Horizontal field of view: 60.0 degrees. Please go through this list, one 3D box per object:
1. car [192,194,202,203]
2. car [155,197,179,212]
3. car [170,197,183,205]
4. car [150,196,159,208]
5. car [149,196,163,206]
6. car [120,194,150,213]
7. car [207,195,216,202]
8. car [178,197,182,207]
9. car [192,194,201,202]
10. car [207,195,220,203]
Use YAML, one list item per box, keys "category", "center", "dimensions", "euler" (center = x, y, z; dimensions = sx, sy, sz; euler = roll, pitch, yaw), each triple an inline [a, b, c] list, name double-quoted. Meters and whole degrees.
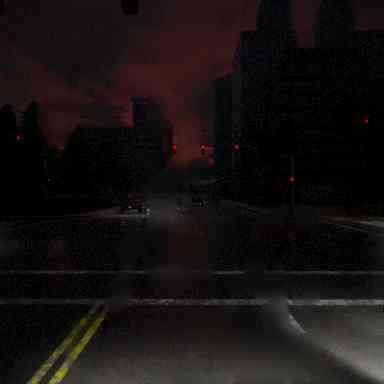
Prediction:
- category: "car"
  center: [1.082, 1.562, 67.014]
  dimensions: [1.994, 1.385, 4.181]
  euler: [0, 0, 1]
- category: "car"
  center: [-2.866, 1.601, 39.174]
  dimensions: [1.895, 1.301, 4.718]
  euler: [0, 0, 1]
- category: "car"
  center: [-2.675, 1.547, 58.300]
  dimensions: [2.033, 1.411, 5.357]
  euler: [0, 0, 1]
- category: "car"
  center: [-6.295, 1.491, 46.945]
  dimensions: [2.128, 1.511, 4.902]
  euler: [0, 0, 1]
- category: "car"
  center: [-6.193, 1.505, 57.004]
  dimensions: [1.837, 1.490, 4.892]
  euler: [0, 0, 0]
- category: "car"
  center: [-6.386, 1.221, 37.064]
  dimensions: [2.150, 2.045, 5.566]
  euler: [0, 0, 1]
- category: "car"
  center: [4.573, 1.478, 77.121]
  dimensions: [1.882, 1.535, 5.008]
  euler: [0, 0, 1]
- category: "car"
  center: [-2.785, 1.564, 47.976]
  dimensions: [1.994, 1.385, 4.181]
  euler: [0, 0, 1]
- category: "car"
  center: [1.071, 1.355, 76.915]
  dimensions: [2.097, 1.767, 4.553]
  euler: [0, 0, 1]
- category: "car"
  center: [4.589, 1.547, 67.299]
  dimensions: [2.033, 1.411, 5.357]
  euler: [0, 0, 1]
